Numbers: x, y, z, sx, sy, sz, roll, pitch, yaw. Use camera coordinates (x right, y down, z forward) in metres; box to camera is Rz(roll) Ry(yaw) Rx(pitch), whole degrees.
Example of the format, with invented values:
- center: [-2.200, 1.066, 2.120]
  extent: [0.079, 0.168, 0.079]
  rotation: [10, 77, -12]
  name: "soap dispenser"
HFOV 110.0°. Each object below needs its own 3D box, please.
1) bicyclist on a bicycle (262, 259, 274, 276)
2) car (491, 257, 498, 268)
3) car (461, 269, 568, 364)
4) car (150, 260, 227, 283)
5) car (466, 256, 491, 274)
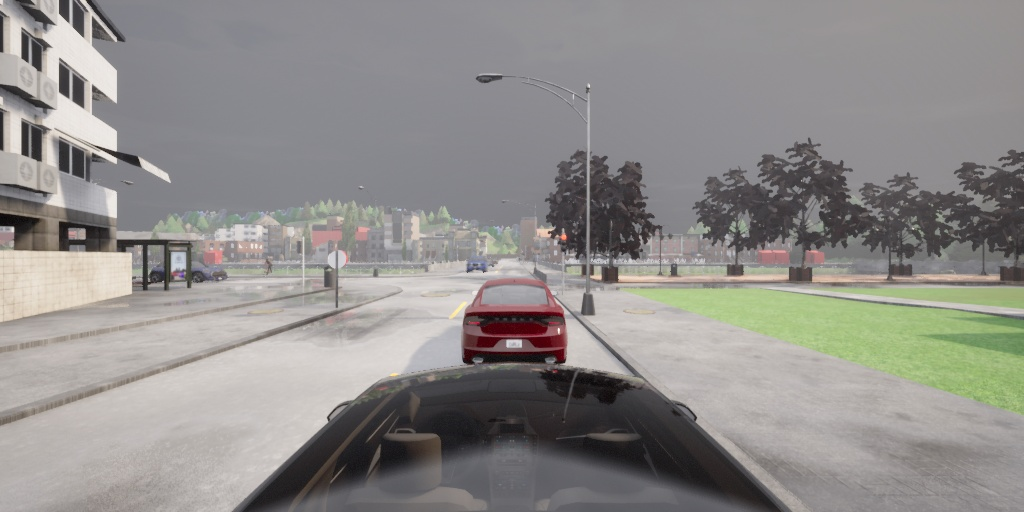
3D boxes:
- center: [-24.021, 1.099, 35.307]
  extent: [0.582, 1.620, 1.656]
  rotation: [0, 0, 0]
  name: "bicyclist on a bicycle"
- center: [-4.065, 1.241, 62.305]
  extent: [2.128, 1.511, 4.902]
  rotation: [0, 0, 0]
  name: "car"
- center: [0.054, 1.228, 8.115]
  extent: [1.882, 1.535, 5.008]
  rotation: [0, 0, 0]
  name: "car"
- center: [-24.141, 1.103, 26.911]
  extent: [4.553, 1.767, 2.097]
  rotation: [0, 0, 0]
  name: "car"
- center: [-4.097, 0.971, 42.569]
  extent: [2.150, 2.045, 5.566]
  rotation: [0, 0, 0]
  name: "car"
